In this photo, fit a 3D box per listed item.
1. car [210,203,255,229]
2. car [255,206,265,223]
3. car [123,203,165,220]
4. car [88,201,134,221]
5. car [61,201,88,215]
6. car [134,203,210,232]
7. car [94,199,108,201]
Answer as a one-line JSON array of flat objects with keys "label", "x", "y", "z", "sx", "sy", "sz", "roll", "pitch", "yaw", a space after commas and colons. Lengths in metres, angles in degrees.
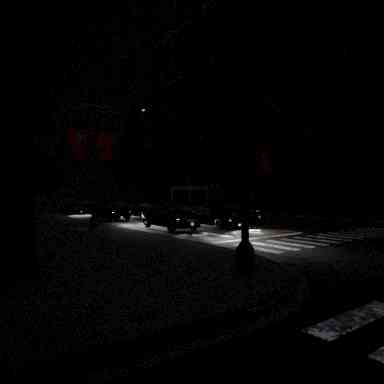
[{"label": "car", "x": 1.430, "y": 1.609, "z": 22.323, "sx": 2.033, "sy": 1.411, "sz": 5.357, "roll": 0, "pitch": 0, "yaw": -33}, {"label": "car", "x": 3.363, "y": 1.566, "z": 25.486, "sx": 2.128, "sy": 1.511, "sz": 4.902, "roll": 0, "pitch": 0, "yaw": -36}, {"label": "car", "x": -4.465, "y": 1.701, "z": 30.455, "sx": 1.895, "sy": 1.301, "sz": 4.718, "roll": 0, "pitch": 0, "yaw": -36}, {"label": "car", "x": -6.857, "y": 1.693, "z": 28.221, "sx": 1.895, "sy": 1.301, "sz": 4.718, "roll": 0, "pitch": 0, "yaw": -36}, {"label": "car", "x": -13.038, "y": 1.681, "z": 36.832, "sx": 2.033, "sy": 1.411, "sz": 5.357, "roll": 0, "pitch": 0, "yaw": -35}, {"label": "car", "x": -1.410, "y": 1.548, "z": 20.646, "sx": 2.128, "sy": 1.511, "sz": 4.902, "roll": 0, "pitch": 0, "yaw": -36}, {"label": "car", "x": -10.537, "y": 1.632, "z": 38.921, "sx": 2.128, "sy": 1.511, "sz": 4.902, "roll": 0, "pitch": 0, "yaw": -36}]
